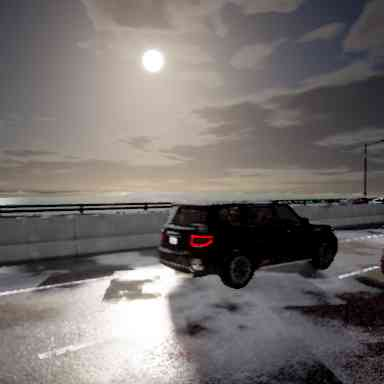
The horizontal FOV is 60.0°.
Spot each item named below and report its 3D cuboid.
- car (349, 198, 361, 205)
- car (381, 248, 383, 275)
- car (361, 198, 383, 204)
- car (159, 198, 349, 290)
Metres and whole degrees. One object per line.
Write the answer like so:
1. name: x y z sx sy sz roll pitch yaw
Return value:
1. car: 21.824 1.535 44.927 5.357 1.411 2.033 0 0 -34
2. car: 6.585 1.526 8.454 4.674 1.442 1.812 0 0 -35
3. car: 23.793 1.513 42.029 4.674 1.442 1.812 0 0 -34
4. car: 1.766 1.223 9.359 5.566 2.045 2.150 0 0 -35
